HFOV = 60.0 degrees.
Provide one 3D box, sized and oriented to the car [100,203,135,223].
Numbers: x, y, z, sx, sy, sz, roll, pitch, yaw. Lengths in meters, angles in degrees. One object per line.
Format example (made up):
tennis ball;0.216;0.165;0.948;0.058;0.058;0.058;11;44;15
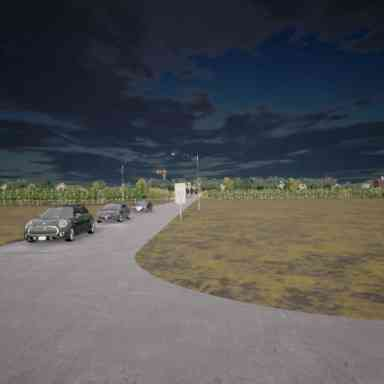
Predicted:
car;-6.350;1.690;27.235;1.837;1.490;4.892;-2;-1;2

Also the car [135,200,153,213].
car;-5.938;1.743;40.144;2.128;1.511;4.902;-2;0;2

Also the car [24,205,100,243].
car;-6.666;1.497;17.178;2.097;1.767;4.553;-2;0;2
